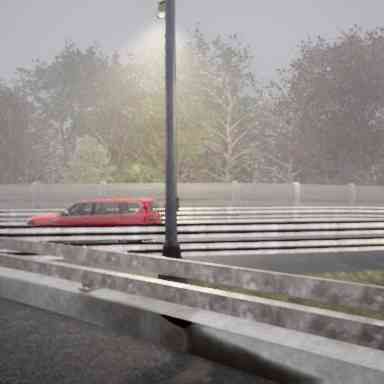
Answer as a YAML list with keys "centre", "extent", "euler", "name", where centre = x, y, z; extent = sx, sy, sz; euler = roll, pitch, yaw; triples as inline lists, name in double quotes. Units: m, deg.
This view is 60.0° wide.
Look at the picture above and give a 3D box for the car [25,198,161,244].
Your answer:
- centre: [-4.007, 1.284, 13.787]
  extent: [5.566, 2.045, 2.150]
  euler: [0, 0, -4]
  name: "car"
